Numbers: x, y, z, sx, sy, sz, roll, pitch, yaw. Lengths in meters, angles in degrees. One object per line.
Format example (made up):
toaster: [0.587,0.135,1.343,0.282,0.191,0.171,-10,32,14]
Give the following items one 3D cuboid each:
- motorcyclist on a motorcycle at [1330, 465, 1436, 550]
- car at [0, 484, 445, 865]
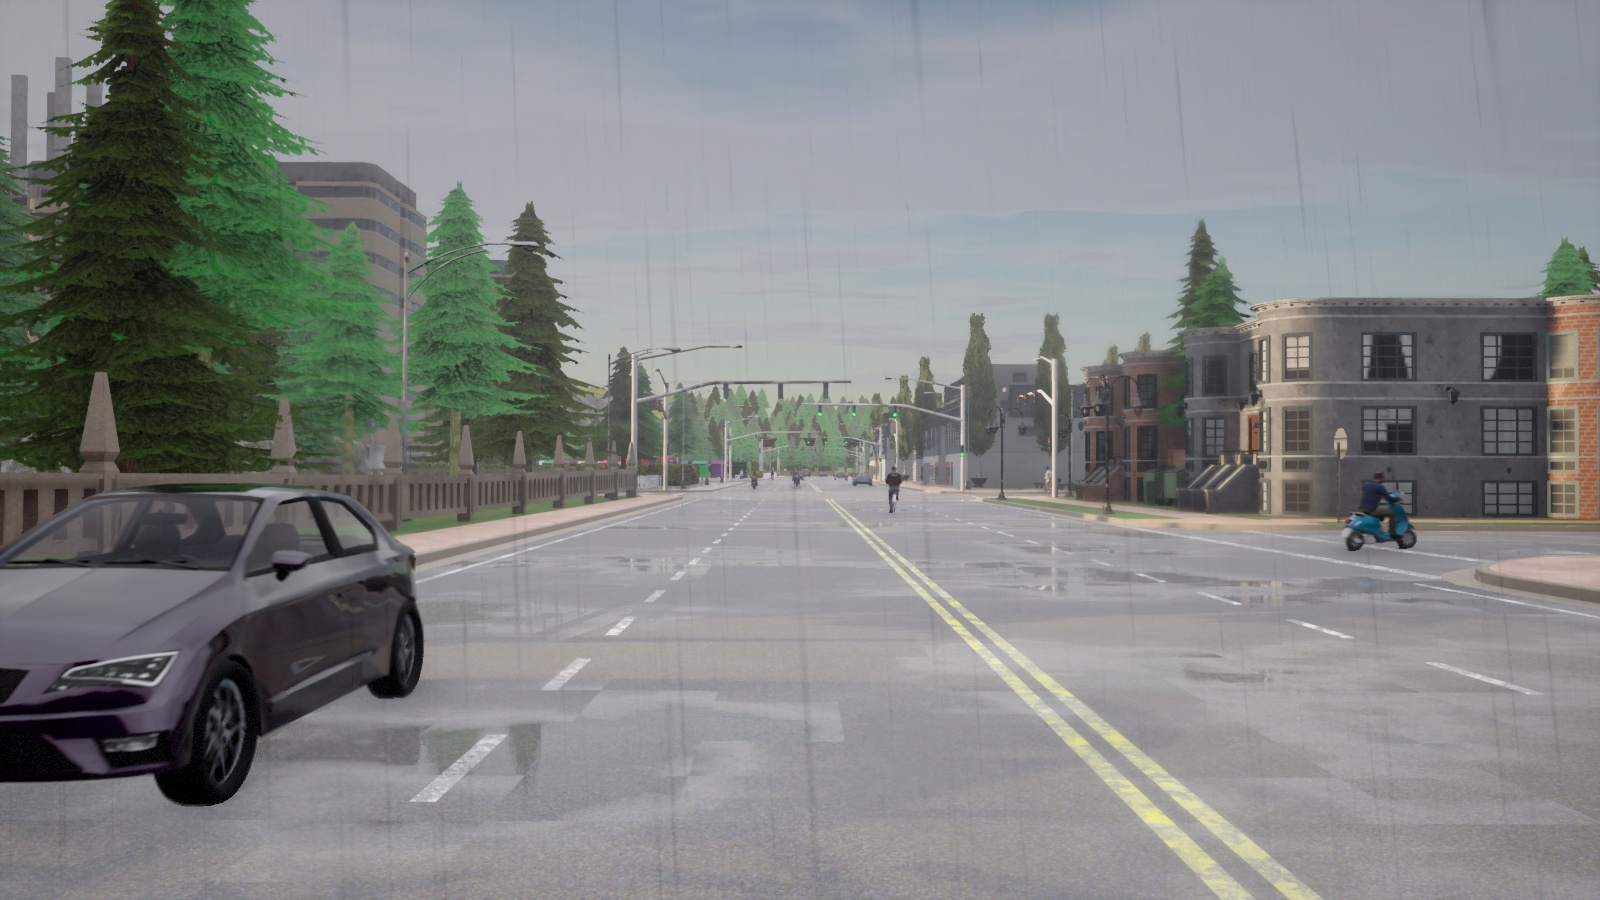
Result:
motorcyclist on a motorcycle: [11.643,1.126,25.093,1.817,1.590,0.866,-1,1,-19]
car: [-3.517,0.962,7.146,1.816,1.474,4.193,0,-1,0]
